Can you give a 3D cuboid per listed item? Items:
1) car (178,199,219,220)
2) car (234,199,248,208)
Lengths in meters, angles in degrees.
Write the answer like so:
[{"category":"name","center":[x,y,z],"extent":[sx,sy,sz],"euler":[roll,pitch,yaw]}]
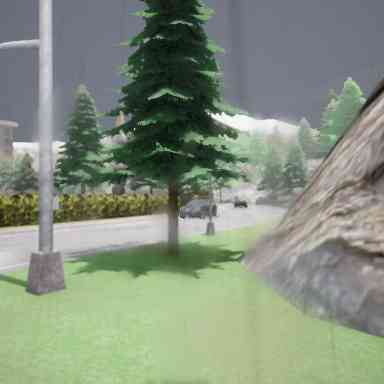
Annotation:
[{"category":"car","center":[0.620,1.404,29.138],"extent":[2.097,1.767,4.553],"euler":[0,0,27]},{"category":"car","center":[7.285,1.674,49.669],"extent":[1.895,1.301,4.718],"euler":[0,0,5]}]
